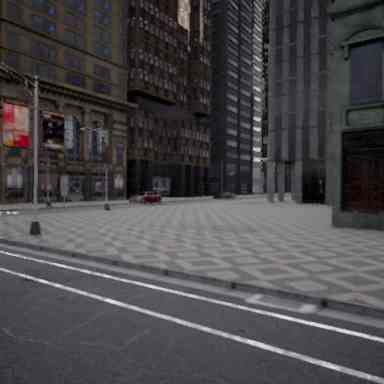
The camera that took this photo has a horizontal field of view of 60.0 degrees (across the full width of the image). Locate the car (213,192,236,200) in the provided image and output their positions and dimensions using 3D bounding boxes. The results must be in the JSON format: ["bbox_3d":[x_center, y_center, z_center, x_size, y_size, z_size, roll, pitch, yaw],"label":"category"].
[{"bbox_3d":[5.817,0.631,59.082,2.033,1.411,5.357,1,1,36],"label":"car"}]

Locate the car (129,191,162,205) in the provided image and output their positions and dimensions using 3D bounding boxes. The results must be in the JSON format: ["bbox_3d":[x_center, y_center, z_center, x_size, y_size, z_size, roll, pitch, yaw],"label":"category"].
[{"bbox_3d":[-5.967,0.681,42.757,2.097,1.767,4.553,1,1,36],"label":"car"}]
